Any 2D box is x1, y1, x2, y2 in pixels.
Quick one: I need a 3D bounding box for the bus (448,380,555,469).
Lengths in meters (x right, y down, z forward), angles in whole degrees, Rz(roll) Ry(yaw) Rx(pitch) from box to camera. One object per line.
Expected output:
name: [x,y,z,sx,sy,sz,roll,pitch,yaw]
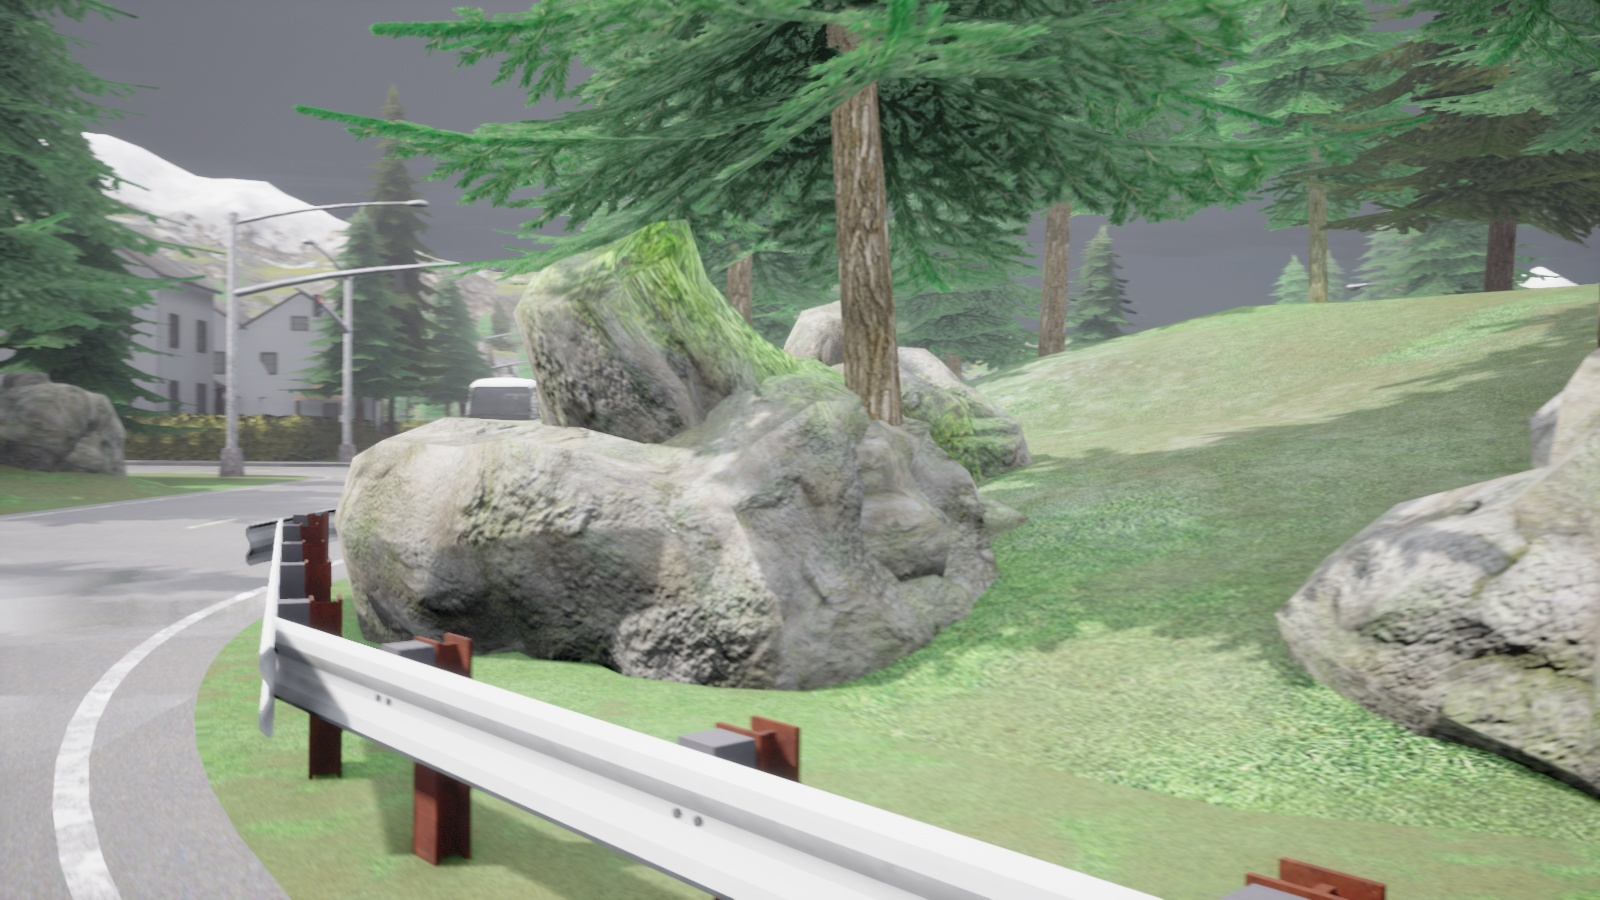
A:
bus: [-15.241,-1.281,65.126,3.944,4.253,10.273,0,1,-5]
